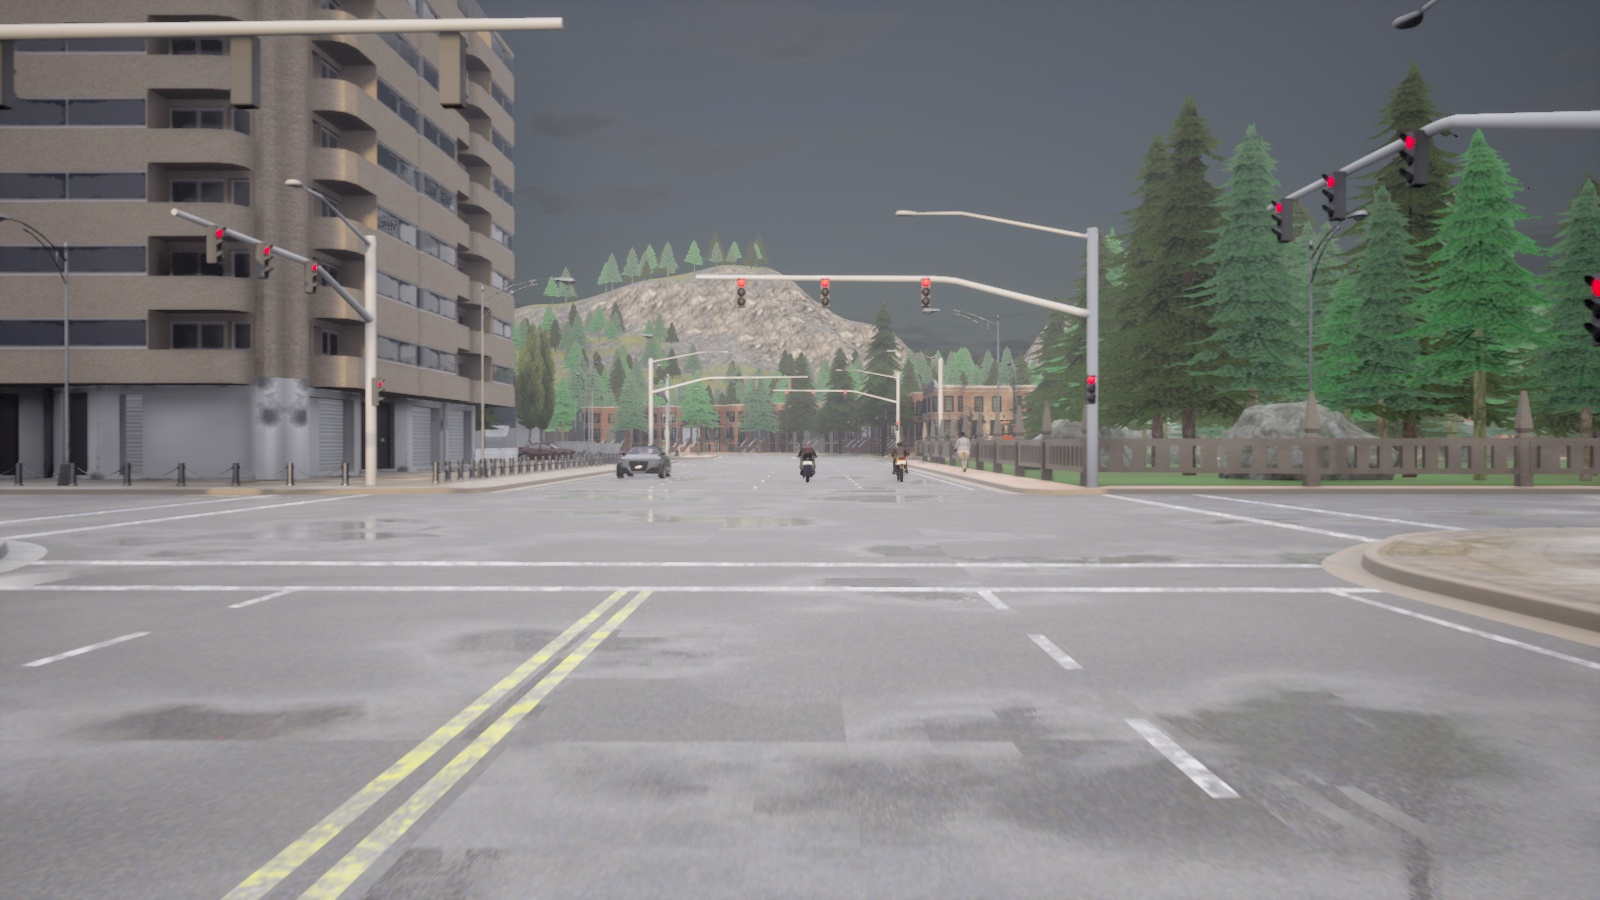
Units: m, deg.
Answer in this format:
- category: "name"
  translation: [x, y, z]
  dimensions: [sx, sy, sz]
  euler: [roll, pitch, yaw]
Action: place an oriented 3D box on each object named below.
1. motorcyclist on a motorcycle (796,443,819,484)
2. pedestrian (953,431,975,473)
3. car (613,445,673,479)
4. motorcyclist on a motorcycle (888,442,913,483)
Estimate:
- category: "motorcyclist on a motorcycle"
  translation: [0.294, 0.509, 48.795]
  dimensions: [0.866, 1.530, 2.191]
  euler: [0, 0, 0]
- category: "pedestrian"
  translation: [7.361, 0.095, 56.363]
  dimensions: [0.874, 1.855, 0.900]
  euler: [0, 0, 2]
- category: "car"
  translation: [-6.678, 0.504, 53.781]
  dimensions: [1.994, 1.385, 4.181]
  euler: [0, 0, 0]
- category: "motorcyclist on a motorcycle"
  translation: [3.788, 0.465, 47.680]
  dimensions: [0.797, 1.523, 2.044]
  euler: [0, 0, 0]
